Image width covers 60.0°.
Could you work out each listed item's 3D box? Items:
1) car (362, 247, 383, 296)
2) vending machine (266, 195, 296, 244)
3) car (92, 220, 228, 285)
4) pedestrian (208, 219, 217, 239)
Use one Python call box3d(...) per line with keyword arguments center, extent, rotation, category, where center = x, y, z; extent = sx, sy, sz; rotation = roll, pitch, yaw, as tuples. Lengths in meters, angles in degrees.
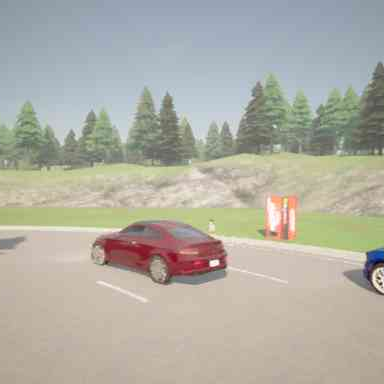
box3d(center=(5.596, 1.476, 6.012), extent=(1.882, 1.535, 5.008), rotation=(0, 0, -23), category="car")
box3d(center=(4.051, 1.192, 15.098), extent=(0.880, 2.100, 1.100), rotation=(0, 0, 43), category="vending machine")
box3d(center=(-1.092, 1.524, 9.555), extent=(1.812, 1.442, 4.674), rotation=(1, 0, -45), category="car")
box3d(center=(0.801, 1.572, 12.549), extent=(0.375, 1.300, 0.375), rotation=(0, 0, 41), category="pedestrian")
